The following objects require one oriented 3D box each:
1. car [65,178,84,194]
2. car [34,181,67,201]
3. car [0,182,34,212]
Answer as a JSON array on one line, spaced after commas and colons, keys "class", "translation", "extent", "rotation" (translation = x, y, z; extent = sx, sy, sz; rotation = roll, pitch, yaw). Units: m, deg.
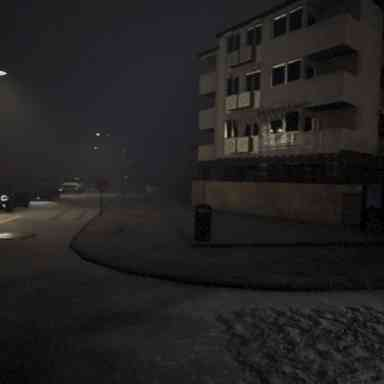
[{"class": "car", "translation": [-15.888, -0.862, 44.484], "extent": [2.150, 2.045, 5.566], "rotation": [1, 3, -9]}, {"class": "car", "translation": [-13.686, 0.020, 31.312], "extent": [2.033, 1.411, 5.357], "rotation": [1, 2, -9]}, {"class": "car", "translation": [-11.947, 0.257, 21.028], "extent": [2.097, 1.767, 4.553], "rotation": [1, 2, -10]}]
